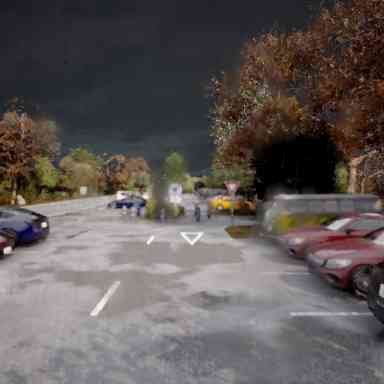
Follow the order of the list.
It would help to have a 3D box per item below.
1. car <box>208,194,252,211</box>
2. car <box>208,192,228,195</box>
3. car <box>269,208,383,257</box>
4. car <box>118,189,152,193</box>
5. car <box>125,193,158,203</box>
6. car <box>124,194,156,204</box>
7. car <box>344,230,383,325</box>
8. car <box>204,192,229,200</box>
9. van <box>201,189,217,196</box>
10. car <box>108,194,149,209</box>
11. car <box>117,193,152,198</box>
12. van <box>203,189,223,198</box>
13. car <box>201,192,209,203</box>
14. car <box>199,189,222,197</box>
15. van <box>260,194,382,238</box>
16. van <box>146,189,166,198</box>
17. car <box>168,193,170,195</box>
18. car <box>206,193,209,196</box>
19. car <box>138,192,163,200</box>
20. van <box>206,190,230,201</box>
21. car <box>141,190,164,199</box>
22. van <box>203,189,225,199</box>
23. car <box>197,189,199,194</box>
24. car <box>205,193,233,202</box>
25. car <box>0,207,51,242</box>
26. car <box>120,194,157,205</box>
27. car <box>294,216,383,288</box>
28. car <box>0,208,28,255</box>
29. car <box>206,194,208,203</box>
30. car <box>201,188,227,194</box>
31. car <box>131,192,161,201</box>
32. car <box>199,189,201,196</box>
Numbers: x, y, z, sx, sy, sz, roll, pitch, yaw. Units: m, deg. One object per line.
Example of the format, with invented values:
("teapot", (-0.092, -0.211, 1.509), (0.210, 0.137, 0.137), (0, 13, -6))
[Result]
("car", (4.742, 1.402, 40.116), (5.008, 1.535, 2.097), (0, 1, 0))
("car", (4.776, 1.207, 42.884), (4.553, 1.767, 2.185), (0, 1, 0))
("car", (5.040, 1.379, 10.343), (4.674, 1.452, 2.002), (0, 1, 0))
("car", (-8.312, 0.947, 48.294), (5.566, 2.045, 2.435), (0, 1, 0))
("car", (-8.534, 0.987, 56.626), (5.366, 1.575, 1.946), (0, 1, 0))
("car", (-8.340, 1.060, 53.852), (4.892, 1.521, 2.231), (0, 1, 0))
("car", (5.067, 1.460, 4.647), (4.792, 1.488, 2.163), (0, 1, 0))
("car", (4.752, 0.818, 65.041), (4.792, 1.488, 2.163), (0, 1, 0))
("van", (4.810, 0.048, 95.496), (4.442, 1.987, 1.878), (0, 1, 0))
("car", (-8.364, 1.366, 42.751), (4.792, 1.488, 2.163), (0, 1, 0))
("car", (-8.333, 1.267, 45.525), (5.008, 1.535, 2.097), (0, 1, 0))
("van", (4.829, 0.365, 75.982), (4.442, 1.987, 1.878), (0, 1, 0))
("car", (4.551, 1.126, 51.070), (5.366, 1.575, 1.946), (0, 1, 0))
("car", (4.676, 0.204, 84.290), (5.566, 2.045, 2.435), (0, 1, 0))
("van", (4.911, 1.068, 13.012), (4.442, 1.987, 1.878), (-1, 1, 0))
("van", (-8.251, 0.364, 76.042), (4.442, 1.987, 1.878), (0, 1, 0))
("car", (-8.564, 0.406, 87.148), (5.366, 1.575, 1.946), (0, 1, 0))
("car", (4.736, 1.238, 48.302), (4.674, 1.452, 2.002), (0, 1, 0))
("car", (-8.365, 0.735, 67.717), (4.892, 1.521, 2.231), (0, 1, 0))
("van", (4.843, 0.626, 62.264), (4.442, 1.987, 1.878), (0, 1, 0))
("car", (-8.331, 0.557, 70.494), (4.553, 1.767, 2.185), (0, 1, 0))
("van", (4.609, 0.458, 70.426), (4.442, 1.987, 1.878), (0, 1, 0))
("car", (4.679, 0.249, 81.520), (5.566, 2.045, 2.435), (0, 1, 0))
("car", (4.700, 0.951, 59.377), (4.792, 1.488, 2.163), (0, 1, 0))
("car", (-8.072, 1.324, 12.931), (4.792, 1.488, 2.163), (0, 1, 0))
("car", (-8.158, 1.126, 51.076), (5.366, 1.575, 1.946), (0, 1, 0))
("car", (5.041, 1.428, 7.559), (4.674, 1.452, 2.002), (0, 1, 0))
("car", (-8.013, 1.373, 10.148), (4.792, 1.488, 2.163), (0, 1, 0))
("car", (4.713, 1.297, 45.532), (4.792, 1.488, 2.163), (0, 1, 0))
("car", (4.760, 0.739, 56.602), (5.566, 2.045, 2.435), (0, 1, 0))
("car", (-8.539, 0.848, 62.298), (5.366, 1.575, 1.946), (0, 1, 0))
("car", (4.720, 0.635, 73.216), (5.008, 1.535, 2.097), (0, 1, 0))
